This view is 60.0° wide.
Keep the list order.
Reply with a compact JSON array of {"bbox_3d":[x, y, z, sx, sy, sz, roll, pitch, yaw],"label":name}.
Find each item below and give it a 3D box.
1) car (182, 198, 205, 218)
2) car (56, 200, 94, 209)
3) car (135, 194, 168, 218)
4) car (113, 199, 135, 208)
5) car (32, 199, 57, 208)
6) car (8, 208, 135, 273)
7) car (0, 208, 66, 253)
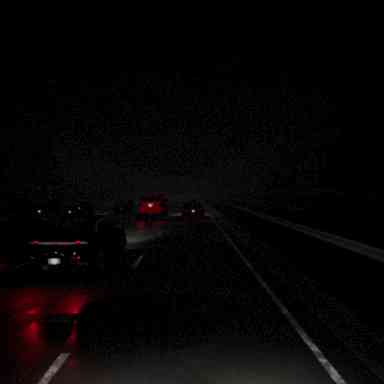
[{"bbox_3d":[0.094,1.551,29.910,1.994,1.385,4.181,0,0,0],"label":"car"},{"bbox_3d":[-10.420,1.512,30.644,1.812,1.442,4.674,0,0,0],"label":"car"},{"bbox_3d":[-3.418,1.210,30.035,2.150,2.045,5.566,0,0,0],"label":"car"},{"bbox_3d":[-6.910,1.462,34.874,1.882,1.535,5.008,0,0,0],"label":"car"},{"bbox_3d":[-13.914,1.492,32.718,1.837,1.490,4.892,0,1,0],"label":"car"},{"bbox_3d":[-3.402,1.488,10.634,2.128,1.511,4.902,0,0,0],"label":"car"},{"bbox_3d":[-6.903,1.558,13.315,1.994,1.385,4.181,0,0,0],"label":"car"}]
